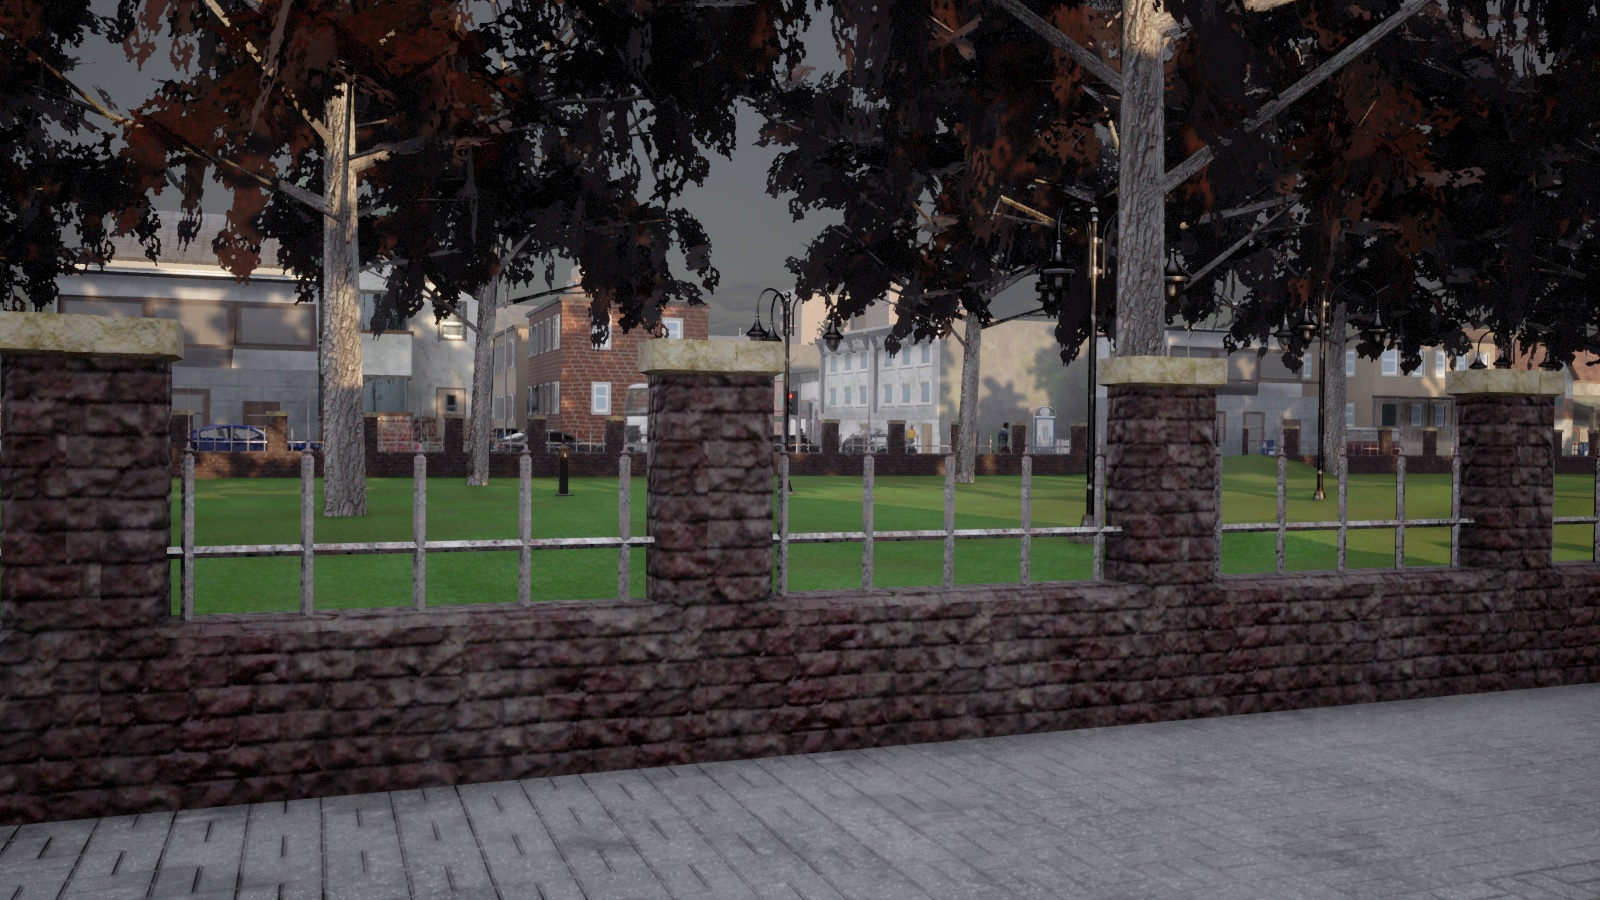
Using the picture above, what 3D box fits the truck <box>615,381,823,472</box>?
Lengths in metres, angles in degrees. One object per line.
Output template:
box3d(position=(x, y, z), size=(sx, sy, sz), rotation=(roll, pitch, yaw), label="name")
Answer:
box3d(position=(-3.275, -0.982, 51.245), size=(7.936, 3.462, 2.891), rotation=(-1, 1, -28), label="truck")

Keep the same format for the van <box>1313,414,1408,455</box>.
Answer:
box3d(position=(28.271, -0.785, 63.343), size=(4.442, 1.987, 1.775), rotation=(-1, 1, -21), label="van")

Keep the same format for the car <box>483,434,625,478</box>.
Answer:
box3d(position=(-8.734, 0.192, 44.624), size=(4.674, 1.442, 1.812), rotation=(-1, 1, -24), label="car")

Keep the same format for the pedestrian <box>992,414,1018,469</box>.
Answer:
box3d(position=(7.377, -0.307, 45.195), size=(0.788, 1.949, 0.423), rotation=(-1, 1, -21), label="pedestrian")

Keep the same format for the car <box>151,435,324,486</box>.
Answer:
box3d(position=(-18.238, 0.307, 40.900), size=(5.008, 1.535, 1.882), rotation=(-1, 1, -24), label="car")

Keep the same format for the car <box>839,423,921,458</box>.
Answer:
box3d(position=(3.905, -0.479, 62.301), size=(2.152, 1.651, 5.027), rotation=(-1, 1, -21), label="car")
